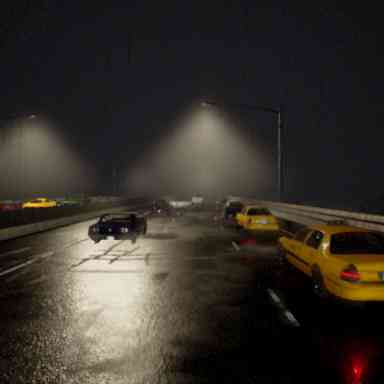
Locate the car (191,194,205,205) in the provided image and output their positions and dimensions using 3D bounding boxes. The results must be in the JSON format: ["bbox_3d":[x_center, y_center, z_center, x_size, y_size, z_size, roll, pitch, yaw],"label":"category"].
[{"bbox_3d":[1.074,1.324,59.983,2.150,2.045,5.566,0,0,2],"label":"car"}]

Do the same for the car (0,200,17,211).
[{"bbox_3d":[-20.637,1.601,37.665,1.994,1.385,4.181,0,0,1],"label":"car"}]

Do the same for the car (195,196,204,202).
[{"bbox_3d":[1.866,1.613,79.157,1.895,1.301,4.718,0,0,3],"label":"car"}]

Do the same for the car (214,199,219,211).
[{"bbox_3d":[4.027,1.554,40.950,1.837,1.490,4.892,0,0,1],"label":"car"}]

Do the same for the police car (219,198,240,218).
[{"bbox_3d":[3.793,1.454,30.140,1.930,1.638,5.238,0,0,1],"label":"police car"}]

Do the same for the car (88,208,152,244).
[{"bbox_3d":[-3.306,1.605,15.844,1.895,1.301,4.718,0,0,1],"label":"car"}]

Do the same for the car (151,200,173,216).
[{"bbox_3d":[-3.032,1.538,33.601,1.837,1.490,4.892,0,0,1],"label":"car"}]

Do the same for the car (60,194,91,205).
[{"bbox_3d":[-13.612,1.261,38.995,2.150,2.045,5.566,0,0,2],"label":"car"}]

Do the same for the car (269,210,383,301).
[{"bbox_3d":[3.527,1.456,8.376,1.801,1.575,5.366,0,0,0],"label":"car"}]

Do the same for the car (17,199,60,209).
[{"bbox_3d":[-17.145,1.515,37.427,1.882,1.535,5.008,0,0,1],"label":"car"}]

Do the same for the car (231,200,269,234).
[{"bbox_3d":[3.619,1.467,19.334,1.801,1.575,5.366,0,0,0],"label":"car"}]
